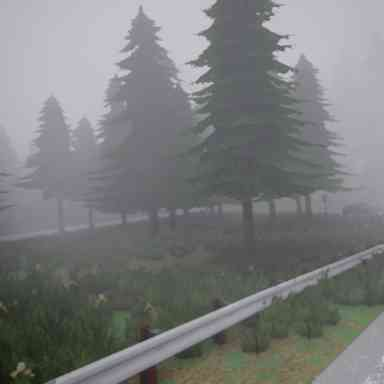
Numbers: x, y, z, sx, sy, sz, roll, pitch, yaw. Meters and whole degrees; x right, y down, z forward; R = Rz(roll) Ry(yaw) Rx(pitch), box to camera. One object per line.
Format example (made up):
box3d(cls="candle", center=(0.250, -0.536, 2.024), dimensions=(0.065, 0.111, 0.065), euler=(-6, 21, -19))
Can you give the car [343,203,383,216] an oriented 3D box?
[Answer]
box3d(cls="car", center=(16.340, 1.840, 31.766), dimensions=(2.128, 1.511, 4.902), euler=(-3, -1, -6))
